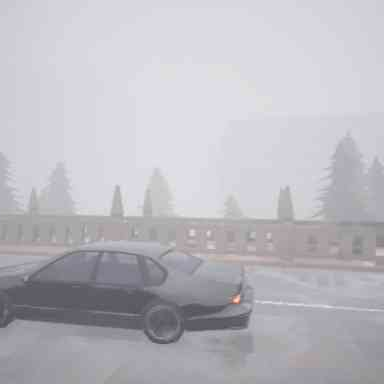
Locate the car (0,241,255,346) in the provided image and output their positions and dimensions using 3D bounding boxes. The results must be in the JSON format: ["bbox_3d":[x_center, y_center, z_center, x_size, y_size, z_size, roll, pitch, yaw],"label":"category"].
[{"bbox_3d":[-1.567,1.655,6.193,5.357,1.411,2.033,0,-1,12],"label":"car"}]
